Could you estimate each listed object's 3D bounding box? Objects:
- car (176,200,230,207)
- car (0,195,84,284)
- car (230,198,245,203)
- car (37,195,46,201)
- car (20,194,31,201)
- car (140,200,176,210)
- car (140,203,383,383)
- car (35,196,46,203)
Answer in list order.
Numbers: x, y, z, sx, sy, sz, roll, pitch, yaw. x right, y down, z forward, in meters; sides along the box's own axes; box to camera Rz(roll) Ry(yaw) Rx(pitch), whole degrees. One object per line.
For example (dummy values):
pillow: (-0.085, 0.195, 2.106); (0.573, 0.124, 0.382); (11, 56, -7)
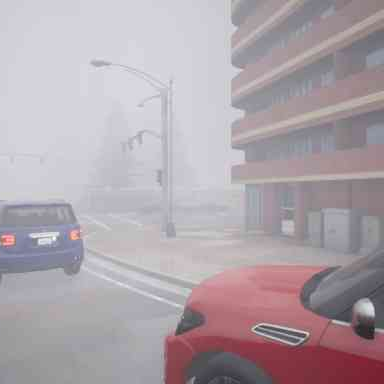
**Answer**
car: (1.105, 1.656, 34.237); (4.718, 1.301, 1.895); (0, 0, -23)
car: (-4.941, 1.221, 9.792); (2.150, 2.045, 5.566); (0, 0, -36)
car: (5.172, 1.533, 39.723); (5.008, 1.535, 1.882); (0, 0, -23)
car: (-37.290, 1.478, 82.497); (1.882, 1.535, 5.008); (0, 0, -23)
car: (-40.464, 1.355, 81.017); (2.097, 1.767, 4.553); (0, 0, -23)
car: (-3.352, 1.581, 36.150); (4.674, 1.442, 1.812); (0, 0, -23)
car: (2.364, 1.221, 2.441); (5.566, 2.045, 2.150); (0, 0, 36)
car: (-33.261, 1.540, 73.024); (2.033, 1.411, 5.357); (0, 0, -23)
